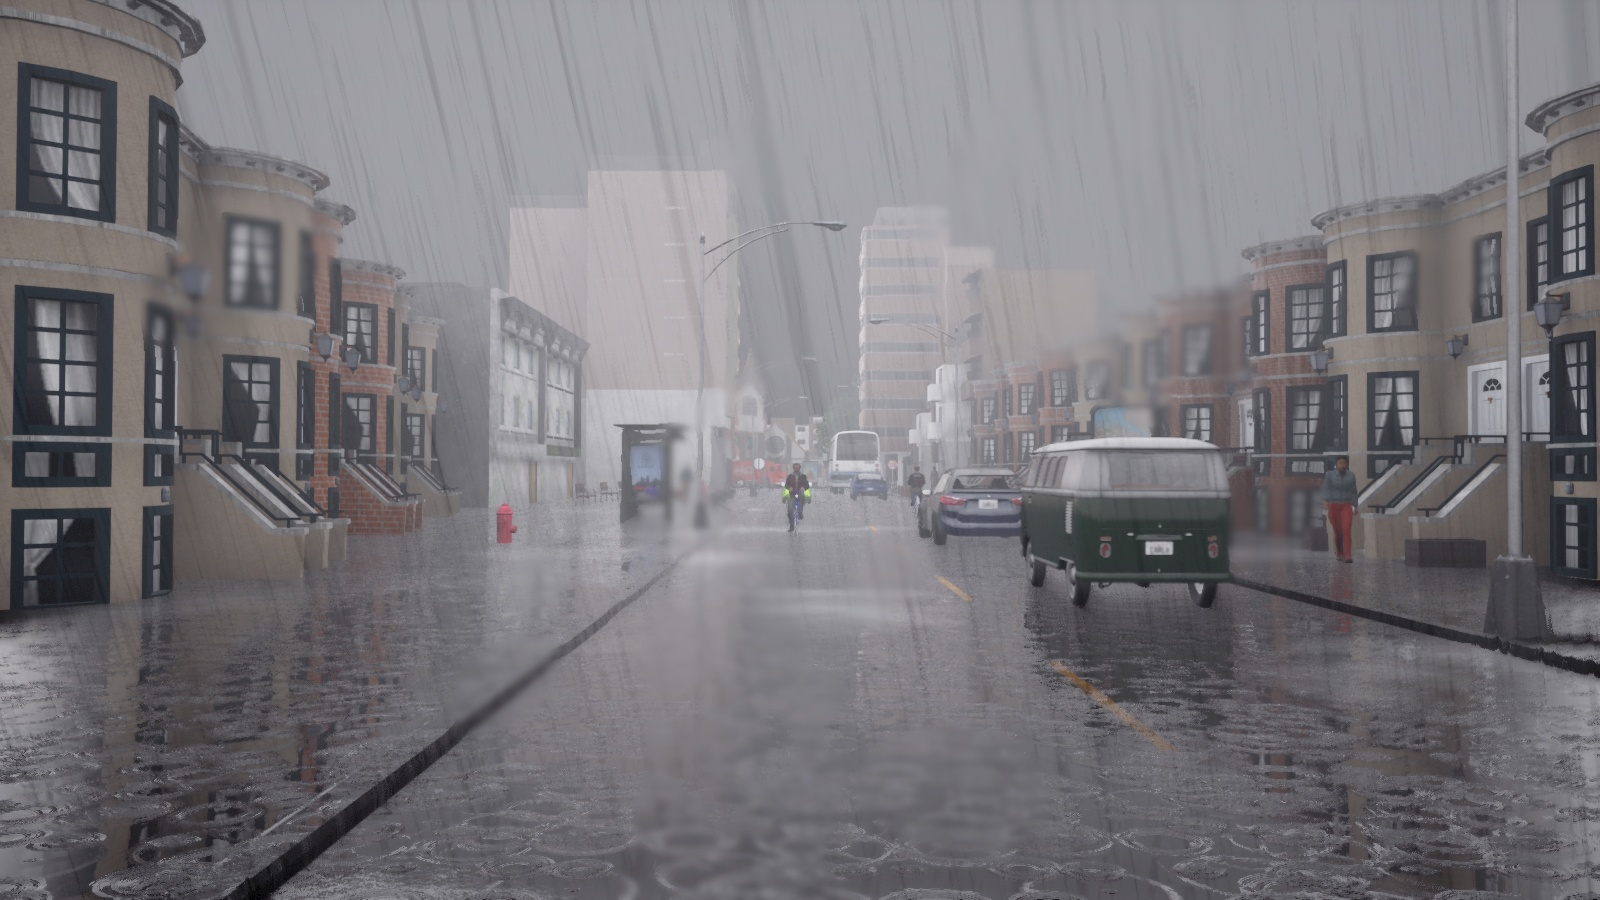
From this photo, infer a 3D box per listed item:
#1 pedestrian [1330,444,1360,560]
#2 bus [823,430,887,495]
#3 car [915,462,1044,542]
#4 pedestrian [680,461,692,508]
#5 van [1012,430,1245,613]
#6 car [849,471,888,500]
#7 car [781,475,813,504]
[{"bbox_3d":[8.847,0.831,20.401,0.353,1.847,0.614,-1,-1,17],"label":"pedestrian"},{"bbox_3d":[3.747,0.906,88.429,3.944,4.253,10.273,0,-1,0],"label":"bus"},{"bbox_3d":[3.935,1.119,28.369,2.242,1.667,4.611,0,-1,0],"label":"car"},{"bbox_3d":[-4.711,1.416,52.066,0.423,1.949,0.788,0,-1,0],"label":"pedestrian"},{"bbox_3d":[3.963,0.819,15.943,1.775,1.987,4.442,0,-1,0],"label":"van"},{"bbox_3d":[3.823,1.958,70.408,1.882,1.535,5.008,0,-1,0],"label":"car"},{"bbox_3d":[-0.139,1.887,60.611,1.481,1.376,2.207,0,-1,0],"label":"car"}]
